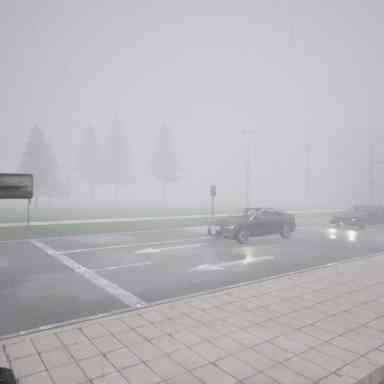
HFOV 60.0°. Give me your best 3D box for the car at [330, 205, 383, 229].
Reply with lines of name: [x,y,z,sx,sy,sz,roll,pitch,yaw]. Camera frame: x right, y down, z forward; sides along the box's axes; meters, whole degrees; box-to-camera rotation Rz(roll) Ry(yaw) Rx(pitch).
car: [11.327,1.547,21.850,5.357,1.411,2.033,0,0,-35]

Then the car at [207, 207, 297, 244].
car: [2.929,1.492,15.901,4.902,1.511,2.128,0,0,-35]
